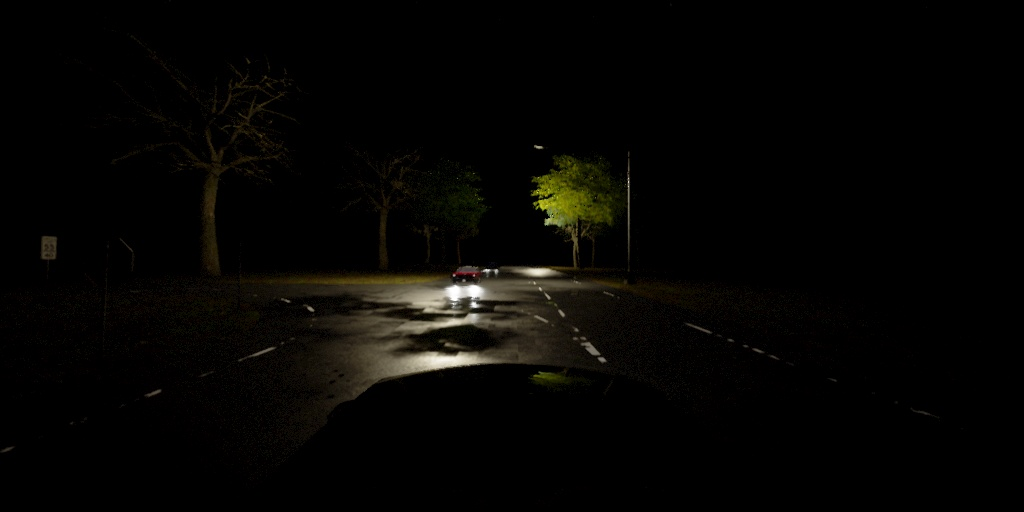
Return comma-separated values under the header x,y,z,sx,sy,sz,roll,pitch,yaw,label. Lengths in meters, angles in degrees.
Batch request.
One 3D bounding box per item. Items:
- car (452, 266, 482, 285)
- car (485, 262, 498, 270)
x,y,z,sx,sy,sz,roll,pitch,yaw,label
-3.465,1.489,28.081,1.895,1.301,4.718,0,-1,0,car
-3.500,1.701,62.613,1.812,1.442,4.674,0,0,0,car
